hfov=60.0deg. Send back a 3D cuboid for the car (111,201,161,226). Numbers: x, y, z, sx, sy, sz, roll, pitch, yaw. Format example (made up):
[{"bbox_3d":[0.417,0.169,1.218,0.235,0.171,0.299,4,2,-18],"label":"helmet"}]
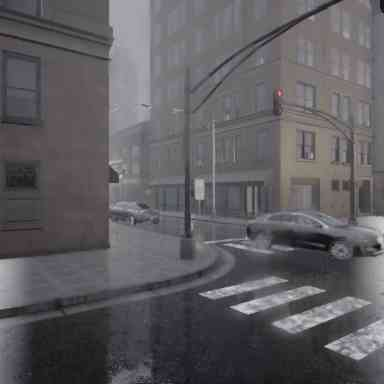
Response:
[{"bbox_3d":[-3.911,1.394,22.575,1.837,1.490,4.892,0,0,-36],"label":"car"}]

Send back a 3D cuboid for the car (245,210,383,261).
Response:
[{"bbox_3d":[4.321,1.458,12.331,4.902,1.511,2.128,0,0,43],"label":"car"}]
